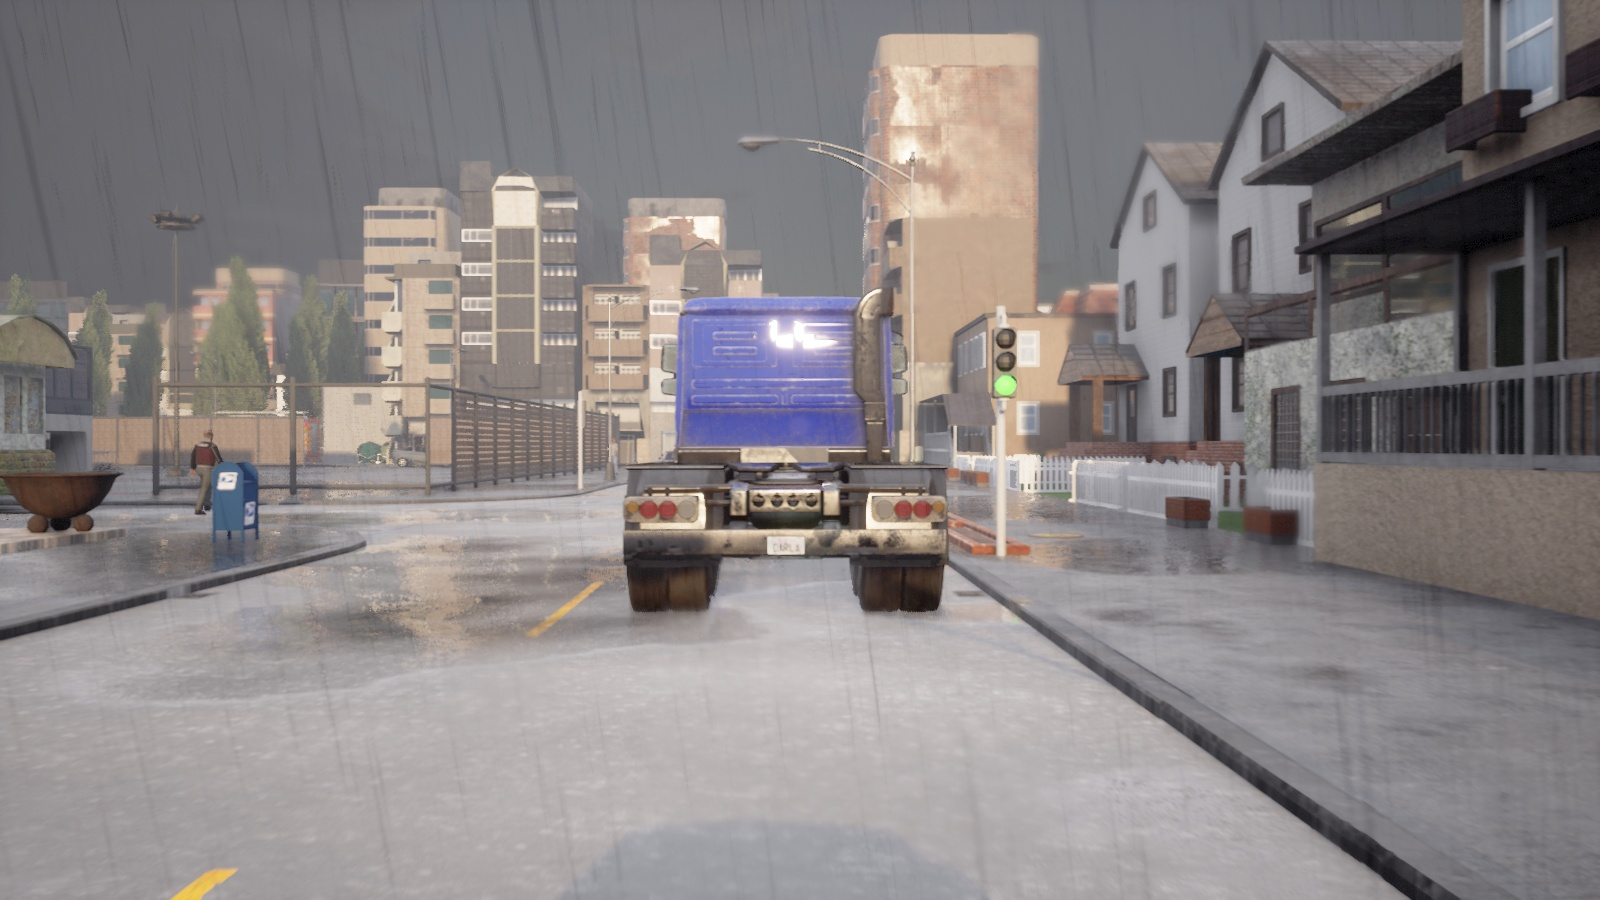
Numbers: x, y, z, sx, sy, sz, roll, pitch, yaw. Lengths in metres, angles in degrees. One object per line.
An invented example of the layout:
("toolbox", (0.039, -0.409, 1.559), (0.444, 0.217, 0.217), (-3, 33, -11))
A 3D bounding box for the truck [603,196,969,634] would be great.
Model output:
("truck", (-0.160, -0.291, 13.915), (2.891, 3.462, 7.936), (0, 0, -1))

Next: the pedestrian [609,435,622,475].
("pedestrian", (-8.561, 0.216, 58.104), (0.354, 1.836, 0.706), (0, 0, -31))

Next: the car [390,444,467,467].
("car", (-24.385, 0.343, 82.503), (4.514, 1.525, 2.007), (0, 0, 0))

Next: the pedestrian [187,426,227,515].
("pedestrian", (-12.501, 0.421, 26.471), (0.376, 1.854, 0.720), (0, 0, 18))

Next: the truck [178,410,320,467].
("truck", (-37.792, -0.793, 86.309), (8.468, 3.827, 2.891), (0, 0, -1))
